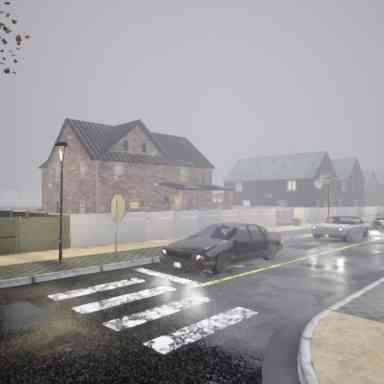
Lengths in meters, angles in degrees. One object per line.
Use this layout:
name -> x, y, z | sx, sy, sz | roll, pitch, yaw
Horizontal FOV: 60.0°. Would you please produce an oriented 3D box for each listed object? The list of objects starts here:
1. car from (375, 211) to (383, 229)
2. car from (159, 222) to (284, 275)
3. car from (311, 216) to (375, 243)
car -> 16.412, 2.239, 27.222 | 2.128, 1.511, 4.902 | -1, -2, 45
car -> 1.338, 1.799, 11.720 | 2.033, 1.411, 5.357 | -1, -2, 41
car -> 8.770, 2.093, 19.437 | 1.895, 1.301, 4.718 | -1, -2, 44
